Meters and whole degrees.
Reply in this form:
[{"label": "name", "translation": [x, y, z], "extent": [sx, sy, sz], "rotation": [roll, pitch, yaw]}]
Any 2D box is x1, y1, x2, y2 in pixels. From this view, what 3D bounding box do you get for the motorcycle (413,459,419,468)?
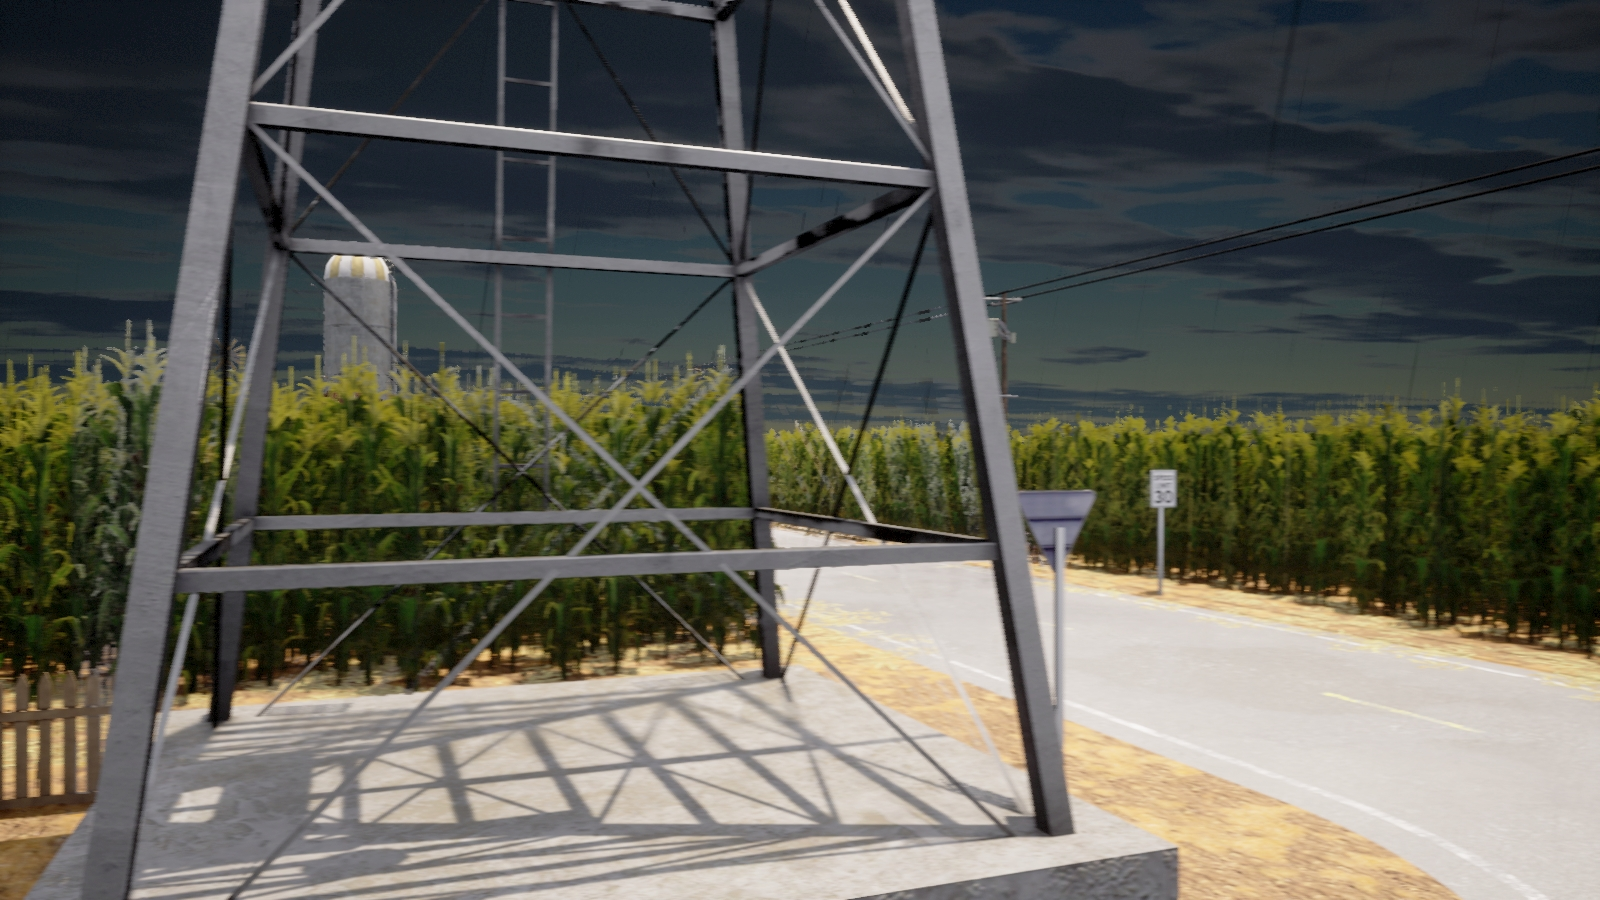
[{"label": "motorcycle", "translation": [-59.327, 2.103, 176.335], "extent": [0.764, 1.307, 2.356], "rotation": [0, 0, -21]}]
